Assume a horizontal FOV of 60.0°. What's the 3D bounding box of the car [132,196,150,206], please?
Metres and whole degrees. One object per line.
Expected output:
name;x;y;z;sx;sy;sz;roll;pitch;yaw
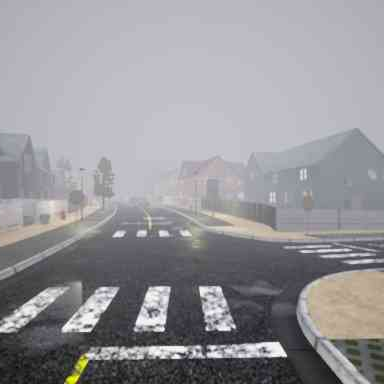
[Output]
car;-8.235;1.598;55.209;2.033;1.411;5.357;0;0;-17

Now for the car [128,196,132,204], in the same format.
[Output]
car;-11.344;1.558;65.219;1.882;1.535;5.008;0;0;-17
